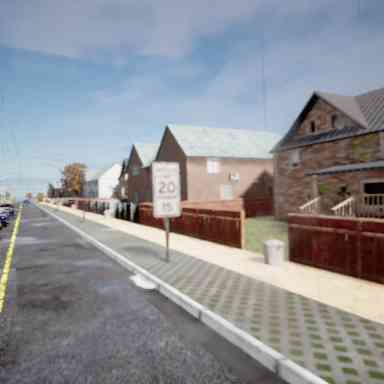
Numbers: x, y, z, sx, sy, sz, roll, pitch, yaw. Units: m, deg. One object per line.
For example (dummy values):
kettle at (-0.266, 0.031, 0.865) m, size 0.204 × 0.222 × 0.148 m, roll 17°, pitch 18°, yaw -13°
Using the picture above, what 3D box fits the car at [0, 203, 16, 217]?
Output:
car at (-20.818, 1.999, 37.052) m, size 1.812 × 1.442 × 4.674 m, roll -1°, pitch 0°, yaw -26°

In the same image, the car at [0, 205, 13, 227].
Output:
car at (-14.647, 1.915, 24.689) m, size 1.895 × 1.301 × 4.718 m, roll -1°, pitch 0°, yaw -27°

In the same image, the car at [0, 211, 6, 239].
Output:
car at (-10.120, 1.810, 15.725) m, size 1.895 × 1.301 × 4.718 m, roll -1°, pitch 0°, yaw -27°
